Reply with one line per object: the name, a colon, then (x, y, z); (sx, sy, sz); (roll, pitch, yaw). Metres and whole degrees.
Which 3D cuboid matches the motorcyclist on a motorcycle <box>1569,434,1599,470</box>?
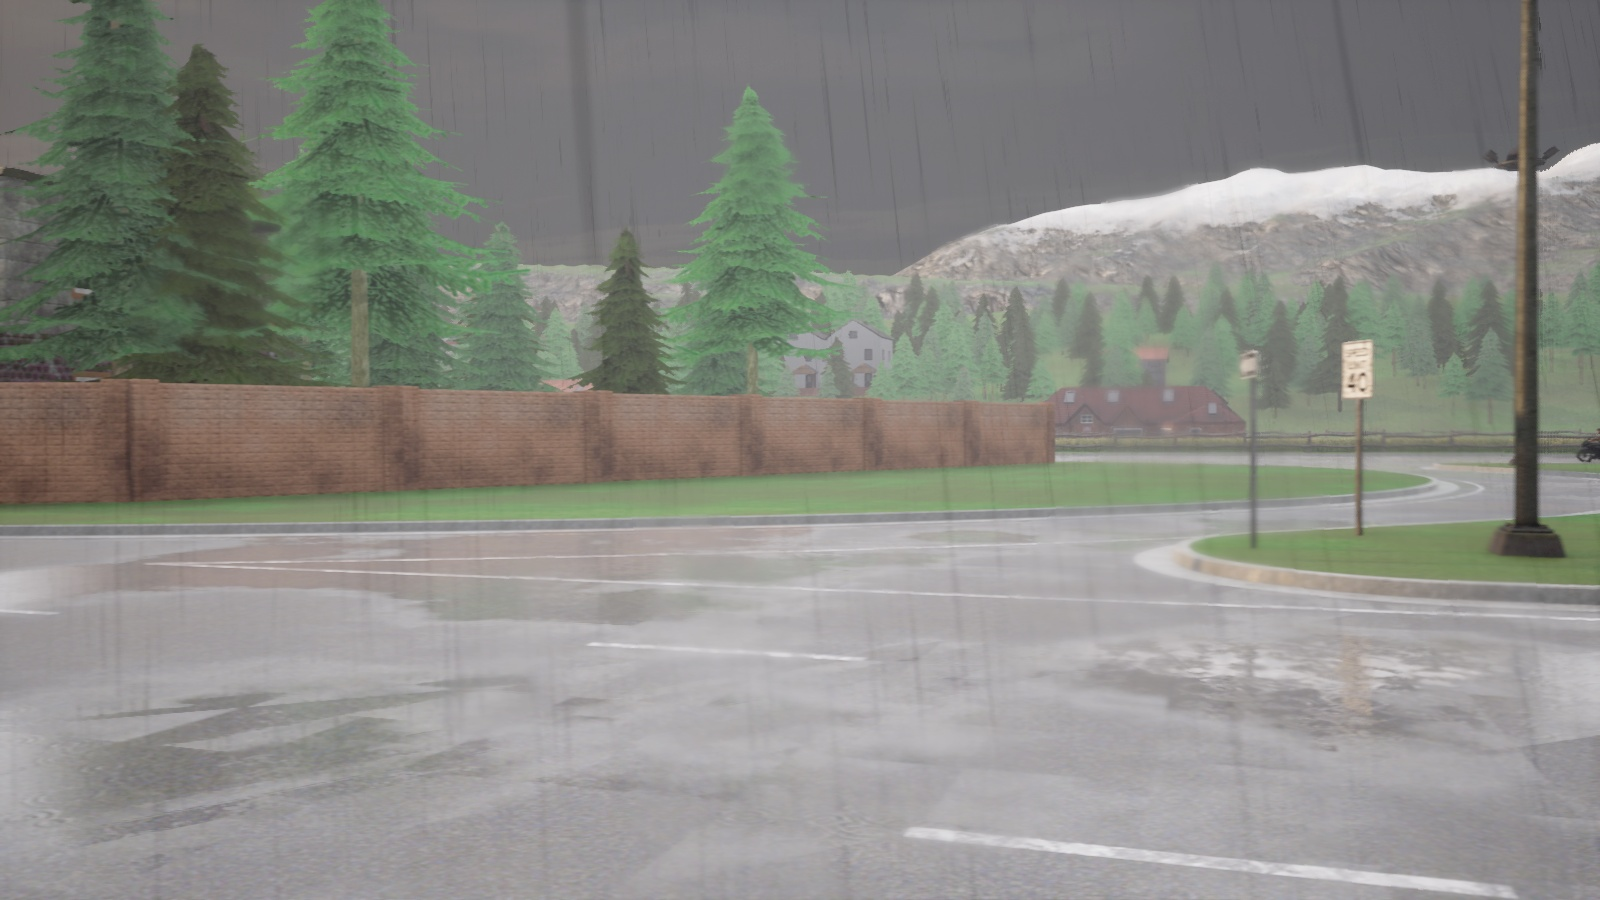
motorcyclist on a motorcycle: (34.370, 0.071, 54.005); (2.044, 1.523, 0.797); (1, 1, 18)
